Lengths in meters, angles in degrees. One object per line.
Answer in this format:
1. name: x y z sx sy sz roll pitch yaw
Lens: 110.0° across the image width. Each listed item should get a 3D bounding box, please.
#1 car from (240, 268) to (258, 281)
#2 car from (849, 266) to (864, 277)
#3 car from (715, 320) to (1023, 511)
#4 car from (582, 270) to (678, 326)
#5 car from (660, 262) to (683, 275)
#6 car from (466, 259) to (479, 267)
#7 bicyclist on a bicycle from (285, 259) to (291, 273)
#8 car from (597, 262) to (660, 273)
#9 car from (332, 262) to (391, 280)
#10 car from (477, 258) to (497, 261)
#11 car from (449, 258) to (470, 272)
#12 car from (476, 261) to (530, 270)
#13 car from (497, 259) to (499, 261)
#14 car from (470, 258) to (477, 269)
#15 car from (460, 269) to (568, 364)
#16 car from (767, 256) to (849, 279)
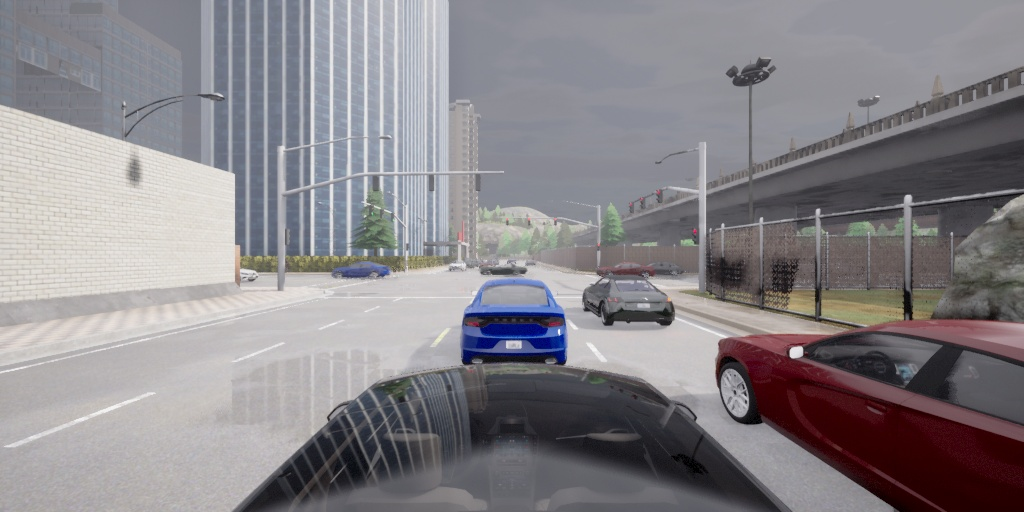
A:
1. car: -22.634 1.331 28.218 4.674 1.442 1.812 0 0 0
2. car: 32.101 1.369 35.502 4.181 1.385 1.994 0 0 0
3. car: 3.601 1.228 2.715 1.882 1.535 5.008 0 0 0
4. car: 3.576 1.314 11.709 1.994 1.385 4.181 0 0 0
5. car: 14.334 1.310 35.553 4.892 1.490 1.837 0 0 2
6. car: -7.051 1.314 64.776 1.994 1.385 4.181 0 0 -1
7. bicyclist on a bicycle: -25.296 1.106 40.175 0.582 1.620 1.656 0 0 0
8. car: 10.063 1.275 31.963 5.008 1.535 1.882 0 0 0
9. car: -13.369 1.280 31.916 5.008 1.535 1.882 0 0 0
10. car: -3.579 1.351 51.894 1.895 1.301 4.718 0 0 0
11. car: -7.086 1.276 47.271 1.812 1.442 4.674 0 0 0
12. car: -0.869 1.381 35.442 4.718 1.301 1.895 0 0 0
13. car: -3.566 1.351 61.058 1.895 1.301 4.718 0 0 0
14. car: -7.078 1.102 56.136 2.097 1.767 4.553 0 0 0
15. car: 0.053 1.228 8.049 1.882 1.535 5.008 0 0 1
16. car: 26.057 1.025 31.987 5.566 2.045 2.150 0 0 0
